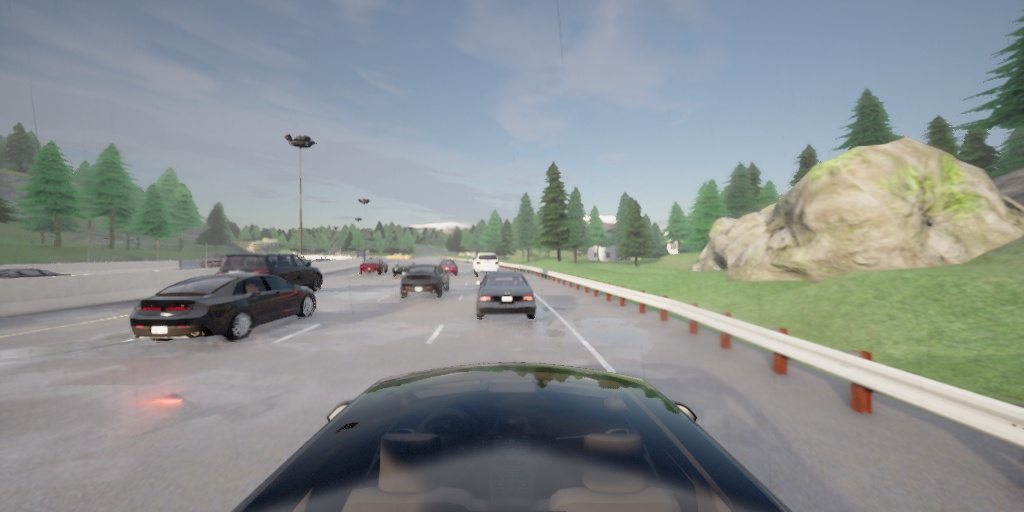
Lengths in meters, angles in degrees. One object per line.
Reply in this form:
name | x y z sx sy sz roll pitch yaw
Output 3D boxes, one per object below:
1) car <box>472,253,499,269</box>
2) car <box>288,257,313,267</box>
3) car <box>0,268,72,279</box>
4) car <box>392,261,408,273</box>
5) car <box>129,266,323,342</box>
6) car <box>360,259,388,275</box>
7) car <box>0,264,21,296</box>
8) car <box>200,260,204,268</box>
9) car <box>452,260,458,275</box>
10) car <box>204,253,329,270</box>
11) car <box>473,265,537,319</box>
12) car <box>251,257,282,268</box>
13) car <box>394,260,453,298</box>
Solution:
car | -2.438 0.732 33.160 2.150 2.045 5.566 0 0 -8
car | -32.494 0.935 55.136 2.033 1.411 5.357 0 0 -16
car | -21.591 1.229 15.073 2.033 1.411 5.357 0 0 -3
car | -9.357 1.131 32.100 1.895 1.301 4.718 0 0 -8
car | -7.187 1.207 9.640 1.837 1.490 4.892 0 1 -2
car | -13.398 0.991 35.055 1.882 1.535 5.008 0 0 -9
car | -25.217 1.163 15.291 1.882 1.535 5.008 0 0 -4
car | -37.239 0.687 45.954 2.150 2.045 5.566 0 0 -13
car | -6.194 1.071 34.352 1.994 1.385 4.181 0 0 -9
car | -11.103 0.872 16.908 2.150 2.045 5.566 0 0 -4
car | -0.278 1.215 12.461 2.033 1.411 5.357 0 0 -3
car | -35.153 0.917 51.476 2.128 1.511 4.902 0 0 -14
car | -4.168 1.138 17.680 1.837 1.490 4.892 0 0 -4
